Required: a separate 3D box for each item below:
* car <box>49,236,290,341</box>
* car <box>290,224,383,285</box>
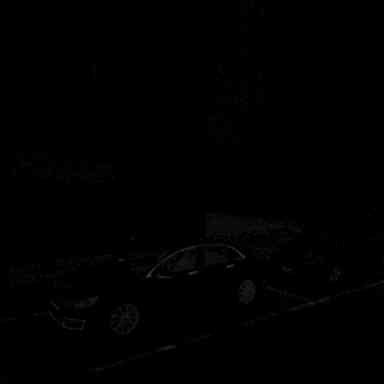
[{"bbox_3d":[-0.399,1.581,6.474,4.403,1.369,2.008,1,0,-36],"label":"car"},{"bbox_3d":[4.217,1.649,9.771,4.313,1.339,1.947,1,0,-36],"label":"car"}]
